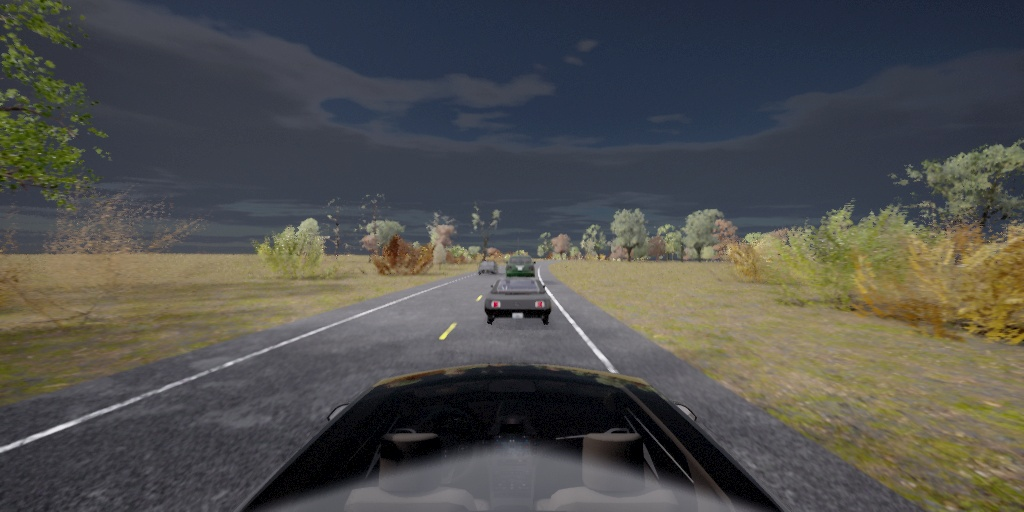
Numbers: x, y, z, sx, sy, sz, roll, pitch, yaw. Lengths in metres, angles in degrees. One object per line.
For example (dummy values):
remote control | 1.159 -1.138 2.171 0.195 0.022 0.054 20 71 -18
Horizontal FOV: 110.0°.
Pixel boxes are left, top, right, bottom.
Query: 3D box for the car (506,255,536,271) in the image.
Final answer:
car | 0.686 0.988 27.981 2.150 2.045 5.566 0 0 2

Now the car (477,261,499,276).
car | -2.484 1.278 38.075 1.837 1.490 4.892 0 0 4

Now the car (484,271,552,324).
car | 0.205 1.357 12.059 1.895 1.301 4.718 0 0 1
